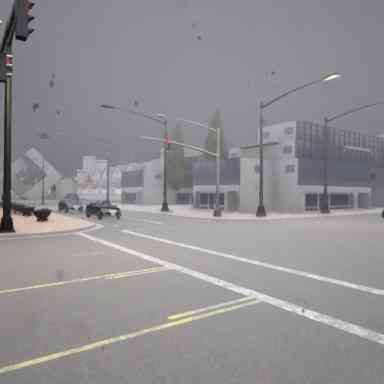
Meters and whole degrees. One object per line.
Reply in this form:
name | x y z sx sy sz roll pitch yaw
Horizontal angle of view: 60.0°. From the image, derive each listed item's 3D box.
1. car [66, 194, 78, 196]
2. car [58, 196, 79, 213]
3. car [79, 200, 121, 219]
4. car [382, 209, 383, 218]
car | -19.812 1.272 54.831 2.150 2.045 5.566 1 0 -21
car | -13.672 1.499 37.356 2.128 1.511 4.902 1 0 -35
car | -7.771 1.501 28.881 2.128 1.511 4.902 1 0 -35
car | 19.322 1.751 30.702 4.181 1.385 1.994 0 0 -36
